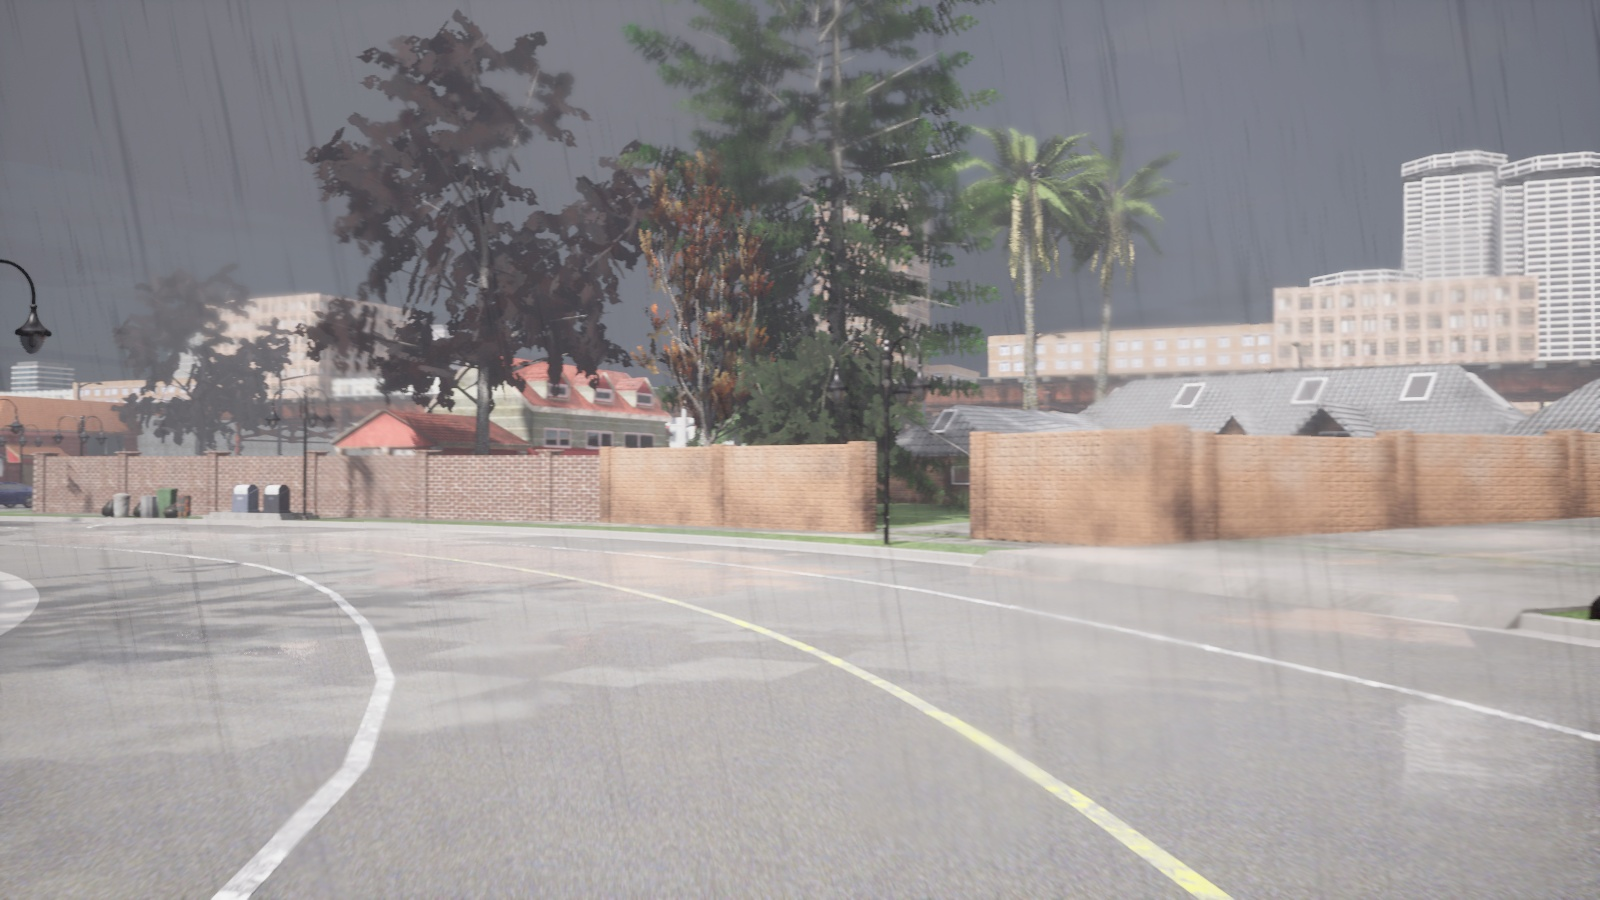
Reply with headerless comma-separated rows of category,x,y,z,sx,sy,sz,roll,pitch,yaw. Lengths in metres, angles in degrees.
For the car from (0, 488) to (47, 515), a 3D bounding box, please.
car,-43.171,2.770,67.252,1.812,1.442,4.674,-1,-1,24
